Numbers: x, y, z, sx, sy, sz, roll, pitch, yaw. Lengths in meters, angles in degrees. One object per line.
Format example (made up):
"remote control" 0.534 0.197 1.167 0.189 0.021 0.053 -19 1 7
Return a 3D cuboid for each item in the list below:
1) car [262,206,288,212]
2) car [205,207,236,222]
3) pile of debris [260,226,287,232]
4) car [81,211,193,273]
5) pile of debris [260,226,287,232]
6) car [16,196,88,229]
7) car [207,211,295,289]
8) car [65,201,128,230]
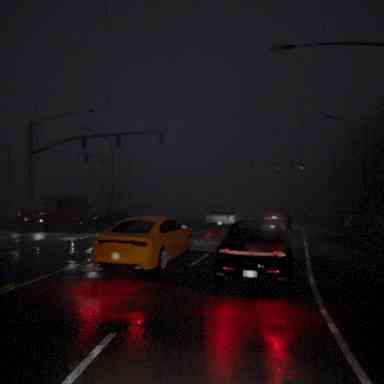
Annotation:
"car" 5.131 1.636 20.431 1.837 1.490 4.892 0 0 18
"car" 2.300 1.729 23.721 1.895 1.301 4.718 0 0 13
"pile of debris" 5.110 2.309 20.750 1.500 0.140 1.860 0 0 18
"car" -1.349 1.529 11.083 1.882 1.535 5.008 0 0 15
"pile of debris" 5.110 2.309 20.750 1.500 0.140 1.860 0 0 18
"car" -9.046 1.287 22.430 2.150 2.045 5.566 0 0 18
"car" 1.857 1.548 9.496 2.128 1.511 4.902 1 0 14
"car" -5.691 1.524 21.433 1.812 1.442 4.674 0 0 18
